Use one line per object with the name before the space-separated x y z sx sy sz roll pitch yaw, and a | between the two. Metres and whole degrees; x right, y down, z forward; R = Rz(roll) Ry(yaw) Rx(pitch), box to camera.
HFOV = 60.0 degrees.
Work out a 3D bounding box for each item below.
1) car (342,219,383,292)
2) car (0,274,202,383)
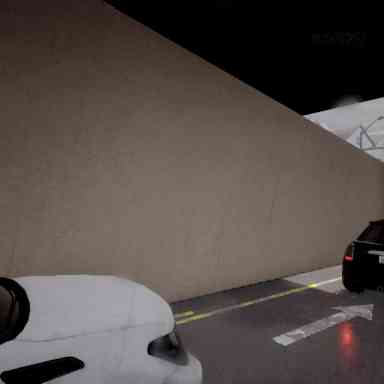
car | 5.521 1.352 7.702 4.553 1.767 2.097 0 0 -36
car | -2.573 1.221 1.953 5.566 2.045 2.150 0 0 -35
